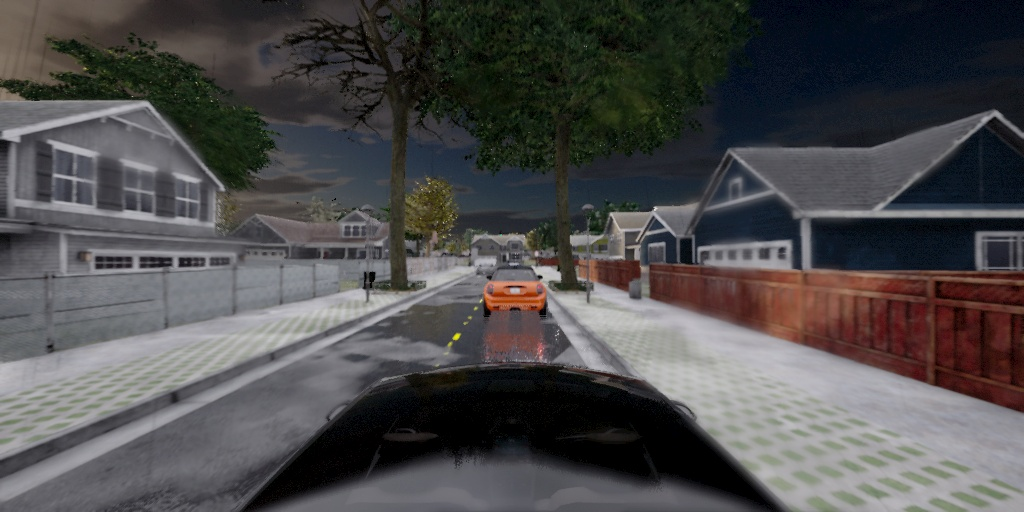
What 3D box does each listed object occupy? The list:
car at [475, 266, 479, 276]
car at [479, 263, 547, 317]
[{"bbox_3d":[-2.844,1.410,38.693,1.895,1.301,4.718,0,0,0],"label":"car"},{"bbox_3d":[0.099,1.123,13.464,2.097,1.767,4.553,0,0,0],"label":"car"}]
